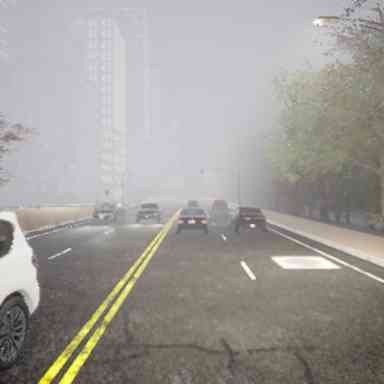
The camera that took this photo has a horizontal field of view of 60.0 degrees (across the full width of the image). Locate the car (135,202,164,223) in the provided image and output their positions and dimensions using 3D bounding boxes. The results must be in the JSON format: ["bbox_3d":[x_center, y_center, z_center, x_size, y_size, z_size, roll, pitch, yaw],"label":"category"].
[{"bbox_3d":[-3.306,1.592,26.625,1.837,1.490,4.892,0,-1,1],"label":"car"}]

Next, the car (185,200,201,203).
[{"bbox_3d":[0.085,1.660,40.949,1.812,1.442,4.674,0,0,0],"label":"car"}]

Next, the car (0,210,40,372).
[{"bbox_3d":[-3.350,1.232,2.744,2.150,2.045,5.566,0,0,0],"label":"car"}]

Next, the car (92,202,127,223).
[{"bbox_3d":[-6.554,1.578,26.738,2.128,1.511,4.902,0,0,1],"label":"car"}]

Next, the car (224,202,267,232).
[{"bbox_3d":[3.292,1.570,20.356,1.837,1.490,4.892,0,0,0],"label":"car"}]

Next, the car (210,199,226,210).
[{"bbox_3d":[3.336,1.613,41.331,1.882,1.535,5.008,0,0,0],"label":"car"}]

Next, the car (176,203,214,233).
[{"bbox_3d":[0.041,1.611,19.972,2.033,1.411,5.357,0,0,0],"label":"car"}]
